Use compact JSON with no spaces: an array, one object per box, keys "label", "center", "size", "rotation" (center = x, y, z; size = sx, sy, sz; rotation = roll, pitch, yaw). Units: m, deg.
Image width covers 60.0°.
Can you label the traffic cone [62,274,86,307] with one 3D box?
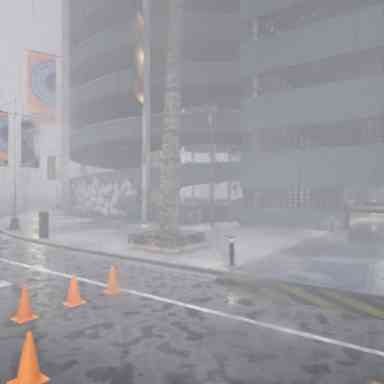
[{"label":"traffic cone","center":[-2.391,1.960,6.733],"size":[0.340,0.580,0.340],"rotation":[0,0,36]}]

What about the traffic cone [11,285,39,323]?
[{"label":"traffic cone","center":[-2.974,1.959,5.921],"size":[0.340,0.580,0.340],"rotation":[0,0,36]}]

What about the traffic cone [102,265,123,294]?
[{"label":"traffic cone","center":[-1.808,1.962,7.546],"size":[0.340,0.580,0.340],"rotation":[0,0,36]}]

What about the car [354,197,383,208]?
[{"label":"car","center":[24.554,1.400,45.013],"size":[4.674,1.452,2.002],"rotation":[0,0,36]}]

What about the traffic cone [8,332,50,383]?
[{"label":"traffic cone","center":[-1.932,1.958,3.942],"size":[0.340,0.580,0.340],"rotation":[0,0,36]}]
